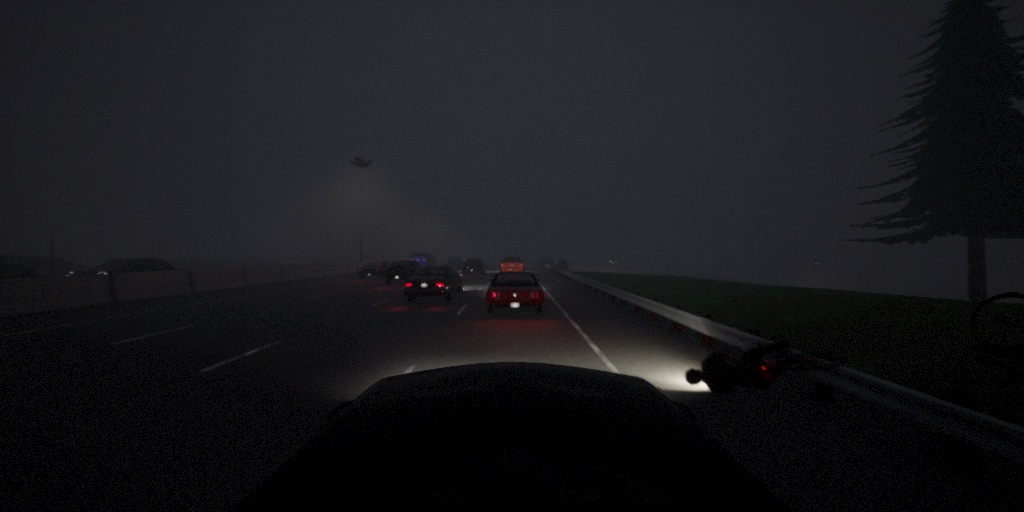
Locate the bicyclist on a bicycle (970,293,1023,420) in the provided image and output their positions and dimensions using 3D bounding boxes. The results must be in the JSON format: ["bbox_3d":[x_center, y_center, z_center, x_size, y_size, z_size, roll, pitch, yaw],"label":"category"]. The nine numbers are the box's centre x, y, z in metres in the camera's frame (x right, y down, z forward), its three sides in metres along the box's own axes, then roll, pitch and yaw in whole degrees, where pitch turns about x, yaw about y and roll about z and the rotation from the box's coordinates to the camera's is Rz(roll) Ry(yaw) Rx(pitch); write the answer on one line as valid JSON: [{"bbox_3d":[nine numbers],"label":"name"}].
[{"bbox_3d":[5.428,0.900,3.412,0.582,1.656,1.620,20,-29,7],"label":"bicyclist on a bicycle"}]

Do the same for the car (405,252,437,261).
[{"bbox_3d":[-10.463,0.521,42.396,2.150,2.045,5.566,0,1,1],"label":"car"}]

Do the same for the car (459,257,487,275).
[{"bbox_3d":[-3.449,0.910,33.334,1.837,1.490,4.892,0,1,1],"label":"car"}]

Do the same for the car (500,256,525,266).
[{"bbox_3d":[0.032,0.778,31.530,2.097,1.767,4.553,0,1,1],"label":"car"}]

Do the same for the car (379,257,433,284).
[{"bbox_3d":[-6.902,1.008,23.924,1.837,1.490,4.892,0,0,0],"label":"car"}]

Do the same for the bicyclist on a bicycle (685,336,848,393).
[{"bbox_3d":[3.216,1.497,4.847,1.620,0.582,1.656,-12,-11,-3],"label":"bicyclist on a bicycle"}]

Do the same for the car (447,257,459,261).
[{"bbox_3d":[-6.917,0.814,43.604,1.812,1.442,4.674,0,1,0],"label":"car"}]

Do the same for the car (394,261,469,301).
[{"bbox_3d":[-3.401,1.140,16.279,2.033,1.411,5.357,0,1,-1],"label":"car"}]

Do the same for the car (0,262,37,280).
[{"bbox_3d":[-28.089,1.034,18.368,2.128,1.511,4.902,0,0,0],"label":"car"}]

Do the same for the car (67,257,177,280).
[{"bbox_3d":[-21.086,0.887,19.585,2.097,1.767,4.553,0,1,0],"label":"car"}]

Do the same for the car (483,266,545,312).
[{"bbox_3d":[0.100,1.226,13.430,1.895,1.301,4.718,0,1,0],"label":"car"}]

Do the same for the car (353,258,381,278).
[{"bbox_3d":[-10.498,1.050,28.548,1.895,1.301,4.718,0,1,0],"label":"car"}]
